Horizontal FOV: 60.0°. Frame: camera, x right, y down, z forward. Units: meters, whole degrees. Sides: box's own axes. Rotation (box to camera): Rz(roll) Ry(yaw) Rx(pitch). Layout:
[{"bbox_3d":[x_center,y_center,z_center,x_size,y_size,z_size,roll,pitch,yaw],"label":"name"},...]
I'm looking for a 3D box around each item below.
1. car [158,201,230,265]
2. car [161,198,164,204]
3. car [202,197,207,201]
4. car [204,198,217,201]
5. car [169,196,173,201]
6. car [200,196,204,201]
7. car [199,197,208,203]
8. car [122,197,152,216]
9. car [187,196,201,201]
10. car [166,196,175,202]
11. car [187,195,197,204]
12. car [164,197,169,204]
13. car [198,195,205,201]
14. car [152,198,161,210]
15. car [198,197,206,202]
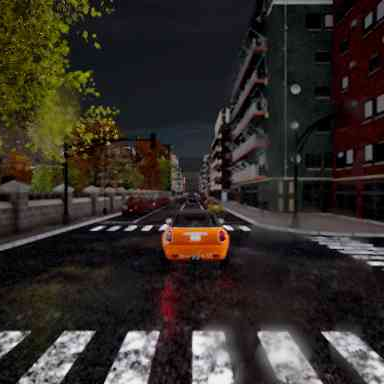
[{"bbox_3d":[0.104,1.390,11.964,2.097,1.767,4.553,0,0,0],"label":"car"},{"bbox_3d":[-5.679,1.718,50.083,1.887,1.381,4.507,0,0,0],"label":"car"},{"bbox_3d":[2.700,1.697,44.545,1.887,1.381,4.507,0,0,0],"label":"car"},{"bbox_3d":[2.698,1.657,39.180,1.752,1.417,4.829,0,0,0],"label":"car"},{"bbox_3d":[-5.672,1.842,72.223,1.802,1.307,4.206,0,0,0],"label":"car"},{"bbox_3d":[2.702,1.724,50.081,2.008,1.369,4.403,0,0,0],"label":"car"},{"bbox_3d":[2.710,1.828,77.756,1.887,1.381,4.507,0,0,0],"label":"car"},{"bbox_3d":[-5.684,1.426,33.478,2.192,1.841,5.009,0,0,0],"label":"car"},{"bbox_3d":[0.018,1.699,58.784,2.128,1.511,4.902,0,0,0],"label":"car"},{"bbox_3d":[-5.668,1.881,88.829,2.008,1.369,4.403,0,0,0],"label":"car"},{"bbox_3d":[0.020,1.528,69.183,2.097,1.767,4.553,0,0,0],"label":"car"},{"bbox_3d":[-5.676,1.798,61.152,1.802,1.307,4.206,0,0,0],"label":"car"},{"bbox_3d":[2.714,1.795,94.362,1.967,1.590,4.097,0,0,0],"label":"car"},{"bbox_3d":[-5.681,1.592,44.548,1.967,1.590,4.097,0,0,0],"label":"car"},{"bbox_3d":[2.713,1.896,88.827,1.947,1.339,4.313,0,0,0],"label":"car"}]
